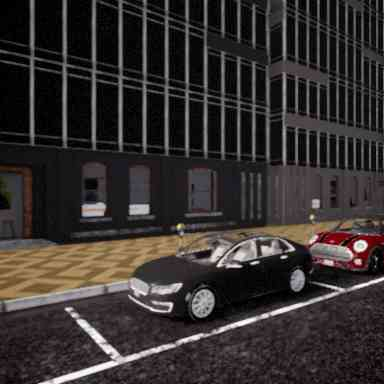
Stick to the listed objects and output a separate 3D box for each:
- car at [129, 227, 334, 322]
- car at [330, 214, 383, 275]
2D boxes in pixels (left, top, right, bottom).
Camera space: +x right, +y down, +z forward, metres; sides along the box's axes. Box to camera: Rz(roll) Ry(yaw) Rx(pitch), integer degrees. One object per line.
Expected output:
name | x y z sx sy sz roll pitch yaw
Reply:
car | 0.811 1.558 7.140 4.403 1.369 2.008 0 0 -36
car | 5.445 1.454 10.448 4.097 1.590 1.967 0 0 -36
